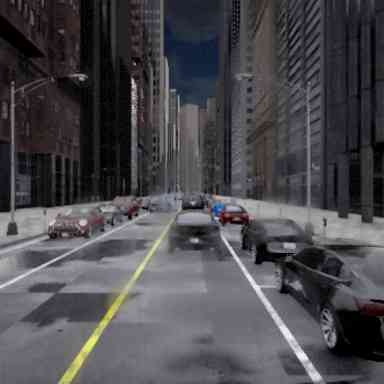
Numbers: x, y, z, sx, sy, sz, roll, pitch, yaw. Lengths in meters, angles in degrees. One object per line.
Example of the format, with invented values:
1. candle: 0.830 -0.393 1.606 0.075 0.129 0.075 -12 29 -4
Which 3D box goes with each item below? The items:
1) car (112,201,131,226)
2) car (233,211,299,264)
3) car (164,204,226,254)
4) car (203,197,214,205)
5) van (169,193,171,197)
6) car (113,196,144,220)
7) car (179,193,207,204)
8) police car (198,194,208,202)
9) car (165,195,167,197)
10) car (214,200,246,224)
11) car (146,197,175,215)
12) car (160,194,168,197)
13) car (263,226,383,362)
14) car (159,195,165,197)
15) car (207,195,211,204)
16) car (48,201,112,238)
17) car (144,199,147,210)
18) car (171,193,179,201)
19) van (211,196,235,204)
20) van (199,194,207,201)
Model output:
1. car: -5.760 1.527 22.709 2.008 1.369 4.403 0 0 0
2. car: 2.765 1.552 11.506 1.947 1.339 4.313 0 0 0
3. car: 0.094 1.462 13.517 1.882 1.535 5.008 0 0 0
4. car: 2.767 1.535 56.378 1.802 1.307 4.206 0 0 0
5. van: -5.757 1.292 67.585 1.690 1.788 3.998 0 0 0
6. car: -5.759 1.286 28.318 2.192 1.841 5.009 0 0 0
7. car: 0.100 1.187 33.192 2.150 2.045 5.566 0 0 0
8. police car: 2.371 1.373 73.877 1.930 1.638 5.238 0 0 0
9. car: -5.758 1.535 56.366 1.802 1.307 4.206 0 0 0
10. car: 2.765 1.520 22.724 1.887 1.381 4.507 0 0 0
11. car: -3.095 1.530 33.688 1.994 1.385 4.181 0 0 0
12. car: -5.758 1.477 61.805 1.752 1.417 4.829 0 0 0
13. car: 2.764 1.558 5.896 1.947 1.339 4.313 0 0 0
14. car: -5.758 1.506 50.756 2.008 1.369 4.403 0 0 0
15. car: 2.766 1.405 33.942 1.967 1.590 4.097 0 0 0
16. car: -5.760 1.422 17.100 1.967 1.590 4.097 0 0 0
17. car: -5.759 1.528 39.538 1.947 1.339 4.313 0 0 0
18. car: -2.995 1.357 75.207 1.882 1.535 5.008 0 0 0
19. van: 2.766 1.311 28.333 1.690 1.788 3.998 0 0 0
20. van: 2.769 1.288 84.424 1.690 1.788 3.998 0 0 0
